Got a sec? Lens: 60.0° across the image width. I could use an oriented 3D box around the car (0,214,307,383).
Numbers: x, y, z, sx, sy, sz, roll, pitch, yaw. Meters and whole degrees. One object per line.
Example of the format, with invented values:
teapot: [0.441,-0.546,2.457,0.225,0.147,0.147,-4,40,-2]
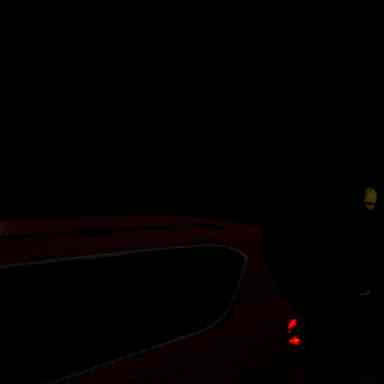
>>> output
car: [-1.713,1.221,1.844,5.566,2.045,2.150,0,0,-36]
